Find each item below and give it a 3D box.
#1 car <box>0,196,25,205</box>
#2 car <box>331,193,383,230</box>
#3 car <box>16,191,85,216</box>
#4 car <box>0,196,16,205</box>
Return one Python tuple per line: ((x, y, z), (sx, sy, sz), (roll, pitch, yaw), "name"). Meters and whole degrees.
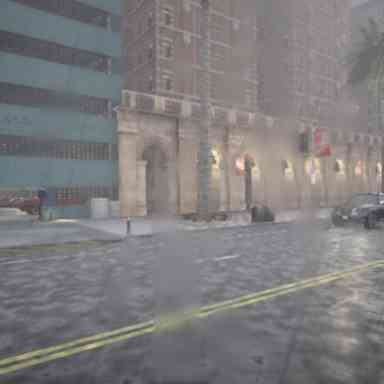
((-30.089, 1.378, 54.171), (4.786, 1.482, 2.161), (-1, 0, -36), "car")
((10.861, 1.072, 20.315), (5.566, 2.045, 2.150), (0, 0, -35), "car")
((-12.288, 0.983, 29.897), (5.566, 2.045, 2.435), (-1, 0, -36), "car")
((-23.696, 1.428, 44.482), (4.718, 1.301, 1.895), (-1, 0, -36), "car")
